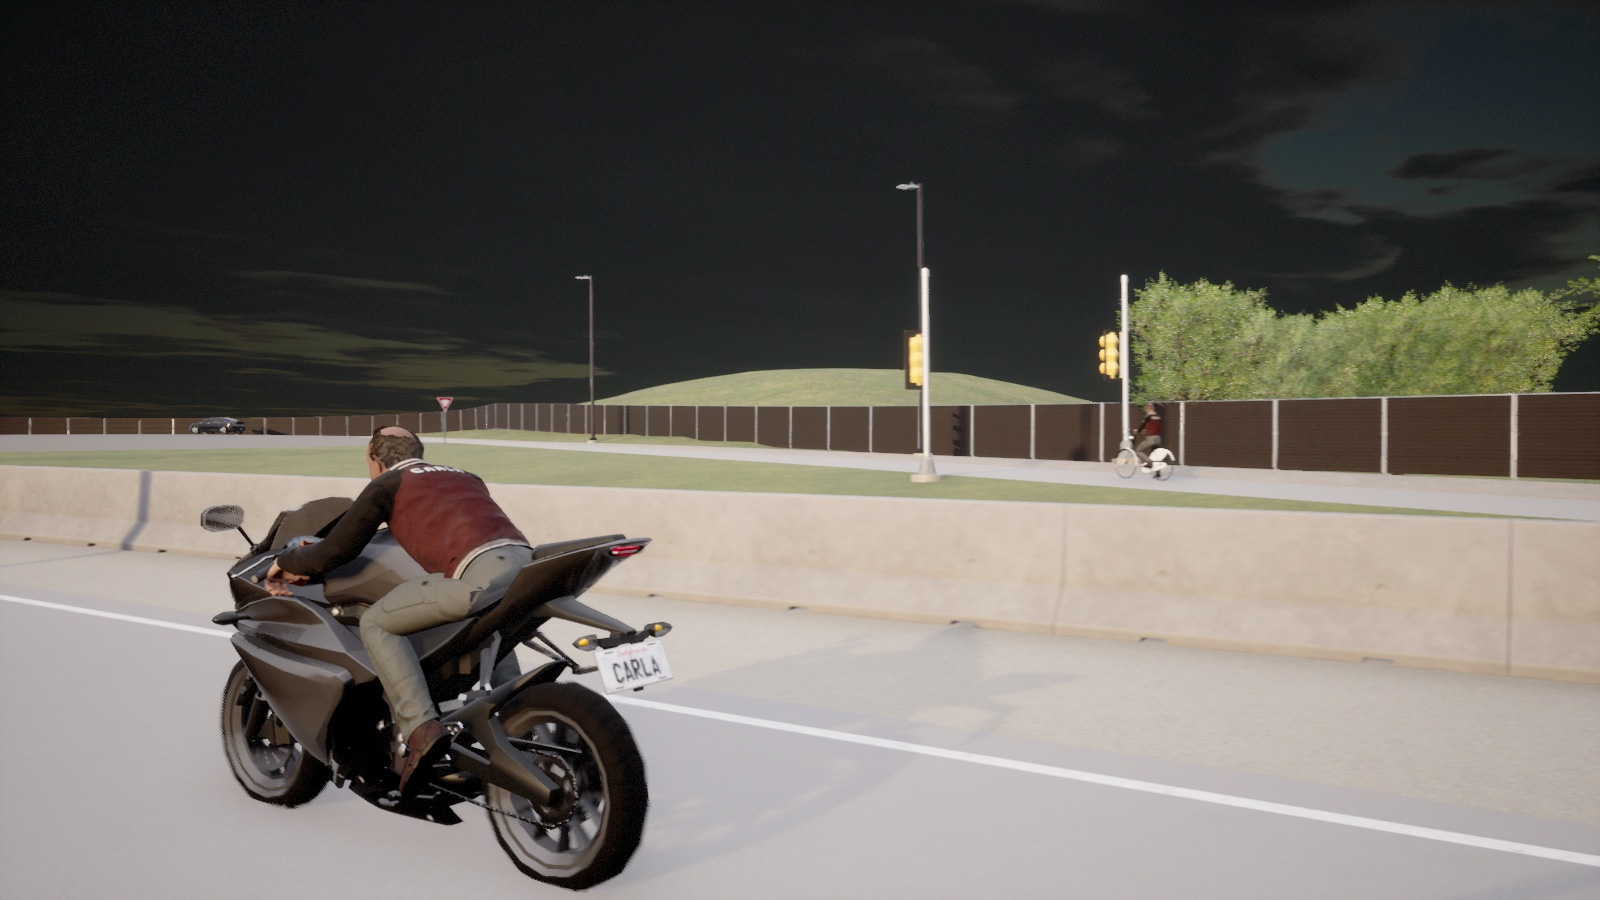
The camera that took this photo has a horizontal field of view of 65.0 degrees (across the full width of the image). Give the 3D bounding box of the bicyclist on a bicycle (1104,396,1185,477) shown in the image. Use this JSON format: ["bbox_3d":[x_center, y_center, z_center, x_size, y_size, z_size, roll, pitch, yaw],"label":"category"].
[{"bbox_3d":[7.854,-0.325,28.695,0.659,1.776,1.843,-2,2,-29],"label":"bicyclist on a bicycle"}]

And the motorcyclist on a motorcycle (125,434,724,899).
[{"bbox_3d":[-1.422,0.718,4.569,2.191,1.530,0.866,0,1,34],"label":"motorcyclist on a motorcycle"}]
